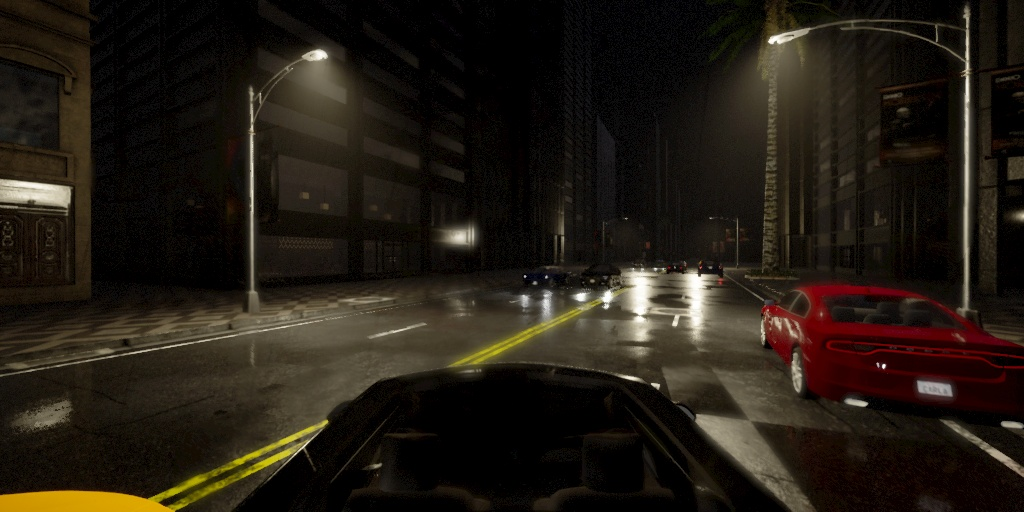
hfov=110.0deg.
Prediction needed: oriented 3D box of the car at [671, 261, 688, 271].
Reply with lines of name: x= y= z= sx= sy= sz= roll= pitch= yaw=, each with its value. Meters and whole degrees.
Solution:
car: x=23.553 y=1.376 z=50.306 sx=1.895 sy=1.301 sz=4.718 roll=0 pitch=0 yaw=27

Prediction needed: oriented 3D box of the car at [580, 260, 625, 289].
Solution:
car: x=5.956 y=1.232 z=23.694 sx=1.882 sy=1.535 sz=5.008 roll=0 pitch=0 yaw=27

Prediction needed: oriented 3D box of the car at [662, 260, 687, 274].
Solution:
car: x=18.662 y=1.313 z=40.809 sx=2.033 sy=1.411 sz=5.357 roll=0 pitch=0 yaw=27

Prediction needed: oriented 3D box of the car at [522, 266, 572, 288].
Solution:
car: x=2.434 y=1.354 z=23.927 sx=1.895 sy=1.301 sz=4.718 roll=0 pitch=0 yaw=27

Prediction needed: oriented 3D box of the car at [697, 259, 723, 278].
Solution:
car: x=19.301 y=1.114 z=34.987 sx=2.097 sy=1.767 sz=4.553 roll=0 pitch=0 yaw=27

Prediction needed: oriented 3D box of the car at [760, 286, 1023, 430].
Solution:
car: x=5.516 y=1.227 z=5.915 sx=1.882 sy=1.535 sz=5.008 roll=0 pitch=0 yaw=27

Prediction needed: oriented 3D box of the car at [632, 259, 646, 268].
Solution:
car: x=21.729 y=1.290 z=61.295 sx=1.837 sy=1.490 sz=4.892 roll=0 pitch=0 yaw=28
